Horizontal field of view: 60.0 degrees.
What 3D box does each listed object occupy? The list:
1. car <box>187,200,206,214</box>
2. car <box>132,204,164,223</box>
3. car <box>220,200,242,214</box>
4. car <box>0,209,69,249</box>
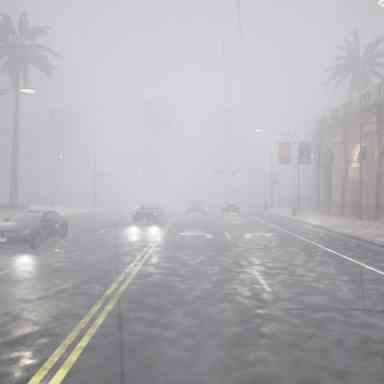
[{"bbox_3d":[0.436,1.547,34.867,2.033,1.411,5.357,0,0,1],"label":"car"},{"bbox_3d":[-3.287,1.600,25.508,1.895,1.301,4.718,0,0,1],"label":"car"},{"bbox_3d":[3.970,1.526,34.847,1.812,1.442,4.674,0,0,2],"label":"car"},{"bbox_3d":[-7.007,1.526,14.753,1.812,1.442,4.674,0,0,1],"label":"car"}]
